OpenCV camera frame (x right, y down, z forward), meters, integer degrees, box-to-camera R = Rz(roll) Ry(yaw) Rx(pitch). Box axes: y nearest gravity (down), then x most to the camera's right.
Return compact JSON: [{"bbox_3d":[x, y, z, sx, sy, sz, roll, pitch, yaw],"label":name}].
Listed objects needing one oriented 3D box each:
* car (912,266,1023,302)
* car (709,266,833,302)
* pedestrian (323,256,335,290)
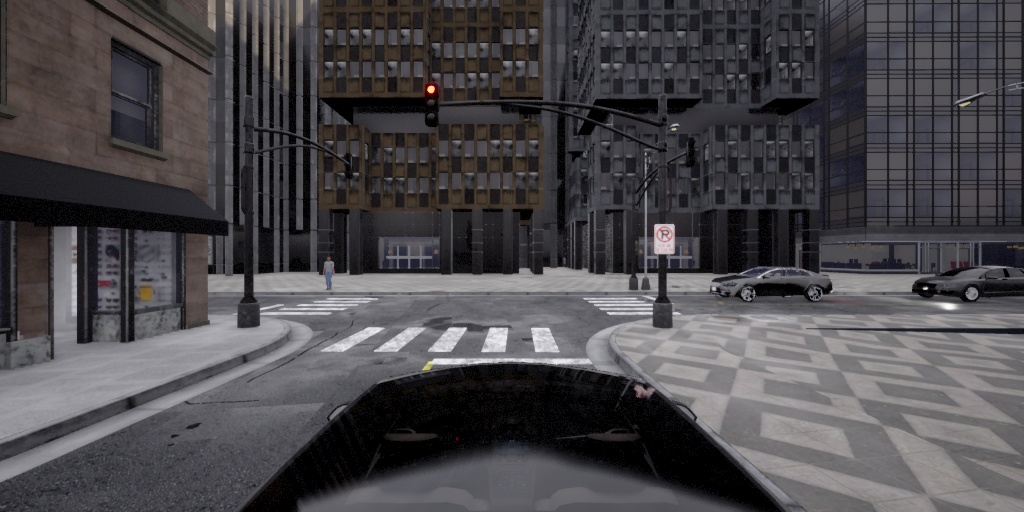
[{"bbox_3d":[21.155,1.223,16.221,4.892,1.490,1.837,0,0,1],"label":"car"},{"bbox_3d":[11.635,1.222,16.289,4.902,1.511,2.128,0,0,0],"label":"car"},{"bbox_3d":[-9.927,0.902,19.470,0.375,1.860,0.375,0,0,0],"label":"pedestrian"}]
